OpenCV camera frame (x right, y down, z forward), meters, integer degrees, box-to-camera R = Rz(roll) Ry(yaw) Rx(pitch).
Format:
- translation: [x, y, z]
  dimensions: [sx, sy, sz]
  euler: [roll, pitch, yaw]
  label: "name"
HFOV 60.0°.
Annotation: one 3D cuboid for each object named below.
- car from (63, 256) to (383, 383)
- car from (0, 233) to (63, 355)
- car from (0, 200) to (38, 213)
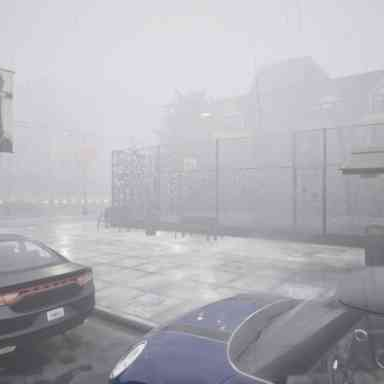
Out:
- translation: [1.475, 1.354, 2.256]
  dimensions: [4.553, 1.767, 2.185]
  euler: [0, 0, 35]
  label: "car"
- translation: [-3.844, 1.480, 5.864]
  dimensions: [5.008, 1.535, 2.097]
  euler: [0, 0, 35]
  label: "car"
- translation: [-19.449, 1.563, 36.908]
  dimensions: [1.994, 1.385, 4.181]
  euler: [0, 0, 35]
  label: "car"
